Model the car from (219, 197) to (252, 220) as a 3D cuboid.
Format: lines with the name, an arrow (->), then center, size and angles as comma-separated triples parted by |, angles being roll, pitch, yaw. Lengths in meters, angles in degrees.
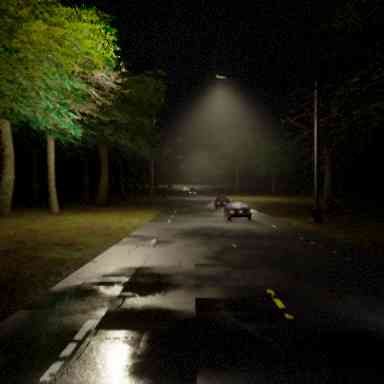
car -> 3.595, 1.447, 26.848 | 2.033, 1.411, 5.357 | 0, 1, 0

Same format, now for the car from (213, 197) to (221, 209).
car -> 3.579, 1.237, 39.309 | 2.033, 1.411, 5.357 | 0, 1, 1
